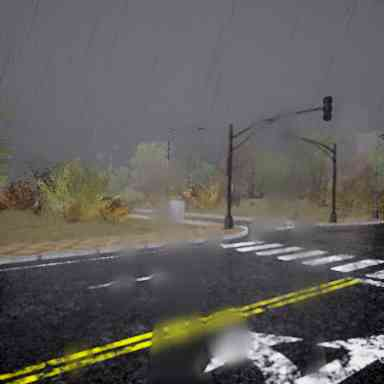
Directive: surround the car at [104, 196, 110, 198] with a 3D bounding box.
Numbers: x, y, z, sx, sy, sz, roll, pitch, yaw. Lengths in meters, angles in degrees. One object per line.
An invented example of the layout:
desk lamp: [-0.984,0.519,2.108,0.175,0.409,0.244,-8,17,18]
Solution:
car: [-11.117,1.506,43.467,2.150,2.045,5.566,2,-2,-35]
